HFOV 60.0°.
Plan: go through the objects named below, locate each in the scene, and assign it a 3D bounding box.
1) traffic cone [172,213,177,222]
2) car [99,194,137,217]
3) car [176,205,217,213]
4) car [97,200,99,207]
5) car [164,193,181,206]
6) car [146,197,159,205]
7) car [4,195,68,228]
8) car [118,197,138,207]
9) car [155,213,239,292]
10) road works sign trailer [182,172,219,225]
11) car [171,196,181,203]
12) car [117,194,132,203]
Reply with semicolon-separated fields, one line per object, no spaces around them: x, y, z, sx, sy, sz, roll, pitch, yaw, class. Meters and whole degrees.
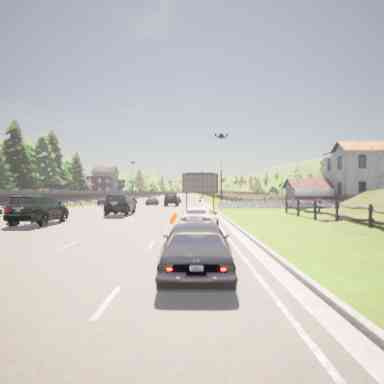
-1.437;1.964;23.422;0.340;0.580;0.340;0;0;0;traffic cone
-6.831;1.230;31.838;2.150;2.045;5.566;0;0;0;car
0.416;1.549;18.669;1.812;1.442;4.674;-1;-1;8;car
-13.787;1.545;53.207;1.812;1.442;4.674;0;0;0;car
-3.284;1.241;53.605;2.150;2.045;5.566;0;0;0;car
-6.777;1.584;57.285;1.994;1.385;4.181;0;0;0;car
-10.352;1.227;22.520;2.150;2.045;5.566;0;0;0;car
-10.306;1.567;53.792;2.033;1.411;5.357;0;0;3;car
0.117;1.551;9.065;2.033;1.411;5.357;0;0;1;car
0.537;0.472;22.281;2.380;3.560;2.880;0;0;-2;road works sign trailer
-3.251;1.589;68.820;1.994;1.385;4.181;0;0;0;car
-13.752;1.376;68.133;2.097;1.767;4.553;0;0;0;car
